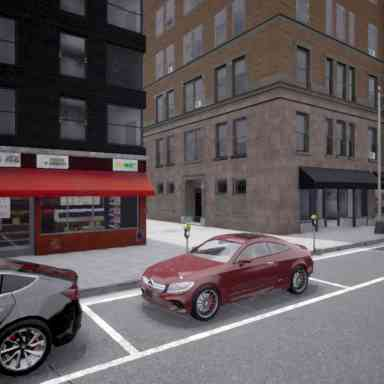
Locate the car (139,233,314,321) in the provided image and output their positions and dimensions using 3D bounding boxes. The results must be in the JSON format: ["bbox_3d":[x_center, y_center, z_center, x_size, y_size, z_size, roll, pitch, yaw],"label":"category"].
[{"bbox_3d":[0.931,1.582,7.195,4.206,1.307,1.802,0,0,-35],"label":"car"}]

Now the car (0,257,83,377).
[{"bbox_3d":[-3.550,1.566,4.003,4.313,1.339,1.947,0,0,-35],"label":"car"}]
